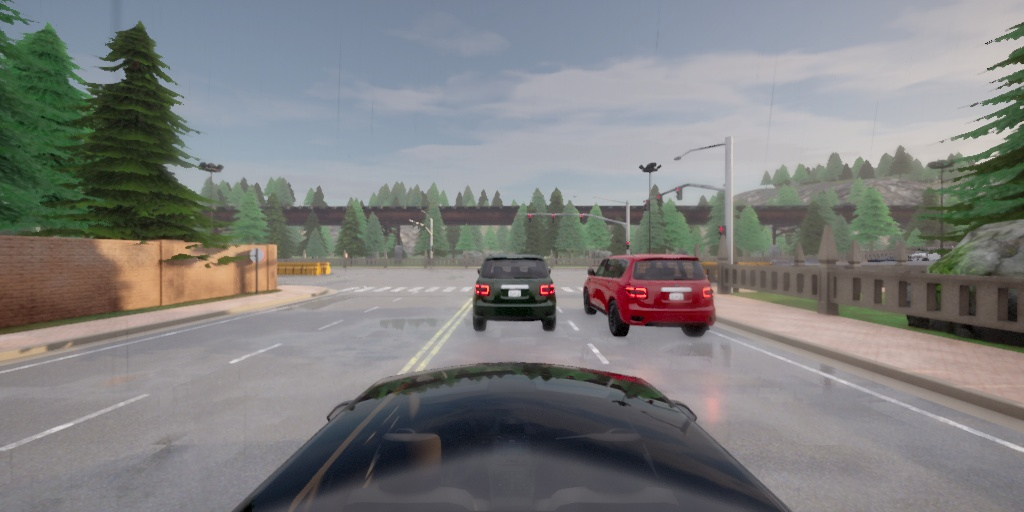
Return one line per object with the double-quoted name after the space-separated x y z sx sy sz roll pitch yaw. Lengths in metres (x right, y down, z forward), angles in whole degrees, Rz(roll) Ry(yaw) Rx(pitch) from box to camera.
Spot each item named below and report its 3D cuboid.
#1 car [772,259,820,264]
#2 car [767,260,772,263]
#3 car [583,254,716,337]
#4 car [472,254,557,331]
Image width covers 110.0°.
34.205 1.269 42.094 5.357 1.411 2.033 0 0 0 "car"
36.360 1.173 49.082 5.008 1.535 1.882 -1 0 0 "car"
3.569 0.967 10.409 2.150 2.045 5.566 0 0 0 "car"
0.069 0.966 11.085 2.150 2.045 5.566 0 0 0 "car"
